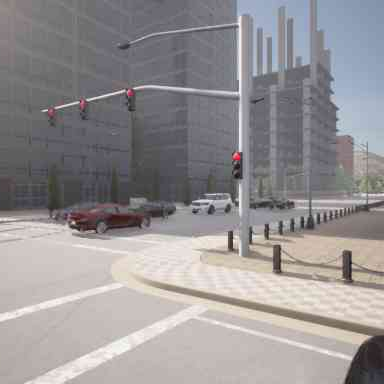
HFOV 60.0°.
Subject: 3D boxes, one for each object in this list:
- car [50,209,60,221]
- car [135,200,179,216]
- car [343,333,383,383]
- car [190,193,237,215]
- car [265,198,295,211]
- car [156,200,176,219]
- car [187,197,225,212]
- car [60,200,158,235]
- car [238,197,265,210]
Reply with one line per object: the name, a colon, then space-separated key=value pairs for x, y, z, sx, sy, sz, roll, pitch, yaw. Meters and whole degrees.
car: x=-8.485 y=1.470 z=25.659 sx=1.812 sy=1.442 sz=4.674 roll=0 pitch=0 yaw=38
car: x=-3.404 y=1.508 z=32.695 sx=1.994 sy=1.385 sz=4.181 roll=0 pitch=0 yaw=36
car: x=3.017 y=1.564 z=1.816 sx=4.181 sy=1.385 sz=1.994 roll=0 pitch=0 yaw=36
car: x=2.094 y=1.166 z=34.332 sx=2.150 sy=2.045 sz=5.566 roll=0 pitch=0 yaw=36
car: x=11.016 y=1.449 z=40.392 sx=1.837 sy=1.490 sz=4.892 roll=0 pitch=0 yaw=36
car: x=-3.615 y=1.545 z=26.417 sx=1.895 sy=1.301 sz=4.718 roll=0 pitch=0 yaw=36
car: x=1.736 y=1.436 z=39.822 sx=2.128 sy=1.511 sz=4.902 roll=0 pitch=0 yaw=36
car: x=-4.509 y=1.422 z=18.798 sx=1.882 sy=1.535 sz=5.008 roll=0 pitch=0 yaw=37
car: x=8.196 y=1.422 z=42.784 sx=1.882 sy=1.535 sz=5.008 roll=0 pitch=0 yaw=36
